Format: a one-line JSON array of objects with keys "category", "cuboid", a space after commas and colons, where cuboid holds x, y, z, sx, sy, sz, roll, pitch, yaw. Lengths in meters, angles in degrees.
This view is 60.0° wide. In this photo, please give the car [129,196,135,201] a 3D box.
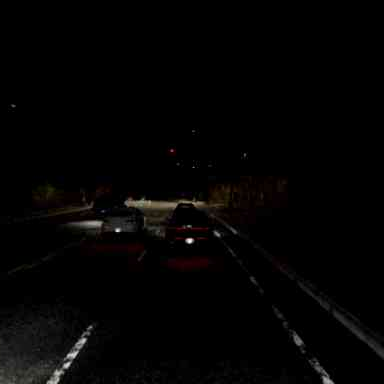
[{"category": "car", "cuboid": [-15.719, 1.646, 85.069, 1.812, 1.442, 4.674, 0, 0, -8]}]

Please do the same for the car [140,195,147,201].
[{"category": "car", "cuboid": [-12.507, 1.647, 85.561, 2.128, 1.511, 4.902, 0, 0, -8]}]

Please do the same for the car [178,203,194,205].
[{"category": "car", "cuboid": [-0.472, 1.538, 25.266, 2.033, 1.411, 5.357, 0, 0, -2]}]

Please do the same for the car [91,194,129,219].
[{"category": "car", "cuboid": [-7.248, 1.211, 29.394, 2.150, 2.045, 5.566, 0, 0, -3]}]

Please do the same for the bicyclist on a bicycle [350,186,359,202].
[{"category": "bicyclist on a bicycle", "cuboid": [17.214, 0.216, 35.276, 0.582, 1.620, 1.656, -2, 0, -3]}]

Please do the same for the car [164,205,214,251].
[{"category": "car", "cuboid": [-0.115, 1.492, 14.153, 1.837, 1.490, 4.892, 0, -1, -1]}]

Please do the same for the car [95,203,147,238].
[{"category": "car", "cuboid": [-3.464, 1.516, 17.471, 1.812, 1.442, 4.674, 0, 0, -2]}]
